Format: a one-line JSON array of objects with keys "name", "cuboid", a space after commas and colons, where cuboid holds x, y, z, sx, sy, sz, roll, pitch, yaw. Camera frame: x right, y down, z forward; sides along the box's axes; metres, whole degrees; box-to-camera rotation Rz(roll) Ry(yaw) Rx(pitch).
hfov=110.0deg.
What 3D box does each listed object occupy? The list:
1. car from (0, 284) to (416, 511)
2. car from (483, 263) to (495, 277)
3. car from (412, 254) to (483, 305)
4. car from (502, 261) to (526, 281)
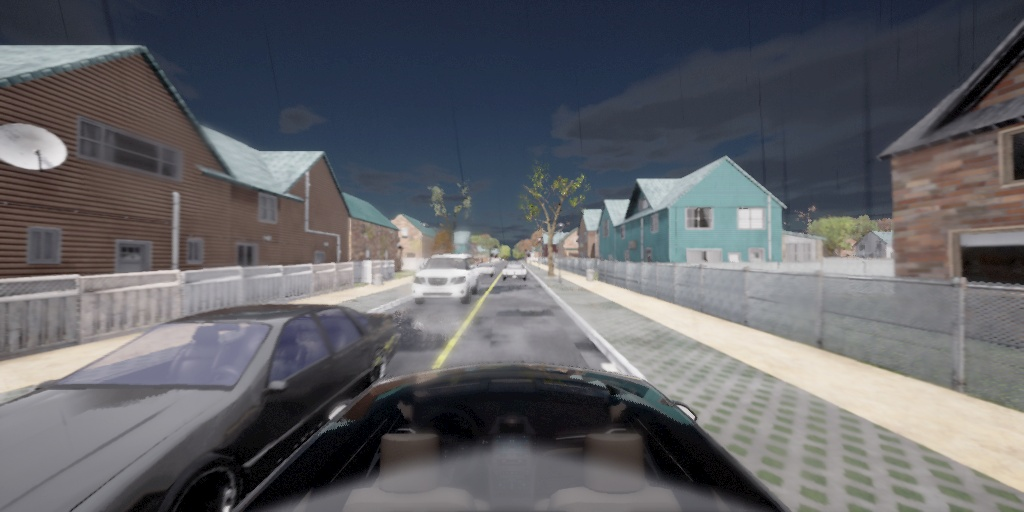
[{"name": "car", "cuboid": [-2.847, 1.283, 3.945, 2.033, 1.411, 5.357, 0, 0, 0]}, {"name": "car", "cuboid": [-2.590, 1.267, 33.245, 1.895, 1.301, 4.718, 0, 0, 0]}, {"name": "car", "cuboid": [-2.771, 0.920, 16.161, 2.150, 2.045, 5.566, 0, 0, 1]}, {"name": "car", "cuboid": [0.206, 1.280, 29.544, 1.895, 1.301, 4.718, 0, 0, 1]}]
